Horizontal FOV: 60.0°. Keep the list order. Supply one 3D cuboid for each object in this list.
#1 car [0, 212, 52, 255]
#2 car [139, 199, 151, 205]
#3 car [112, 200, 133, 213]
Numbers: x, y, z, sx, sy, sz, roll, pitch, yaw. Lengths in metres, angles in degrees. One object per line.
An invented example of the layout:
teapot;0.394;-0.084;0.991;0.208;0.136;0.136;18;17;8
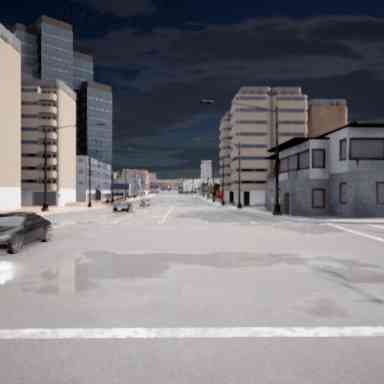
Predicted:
car;-7.230;1.556;13.487;1.812;1.442;4.674;0;0;-2
car;-9.166;1.996;65.098;2.097;1.767;4.553;0;-1;-2
car;-8.196;1.757;39.704;2.128;1.511;4.902;0;-1;-2
